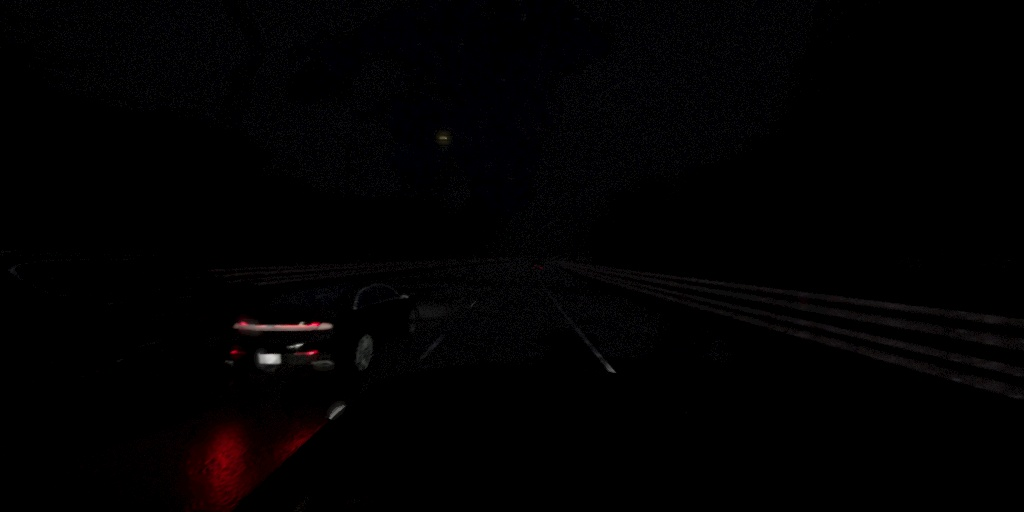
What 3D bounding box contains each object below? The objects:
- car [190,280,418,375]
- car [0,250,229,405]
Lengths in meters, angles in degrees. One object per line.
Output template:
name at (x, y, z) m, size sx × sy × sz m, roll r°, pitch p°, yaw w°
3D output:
car at (-3.360, 1.229, 7.435) m, size 2.128 × 1.511 × 4.902 m, roll 0°, pitch 0°, yaw 0°
car at (-6.888, 0.938, 6.338) m, size 2.150 × 2.045 × 5.566 m, roll 0°, pitch 0°, yaw 0°
